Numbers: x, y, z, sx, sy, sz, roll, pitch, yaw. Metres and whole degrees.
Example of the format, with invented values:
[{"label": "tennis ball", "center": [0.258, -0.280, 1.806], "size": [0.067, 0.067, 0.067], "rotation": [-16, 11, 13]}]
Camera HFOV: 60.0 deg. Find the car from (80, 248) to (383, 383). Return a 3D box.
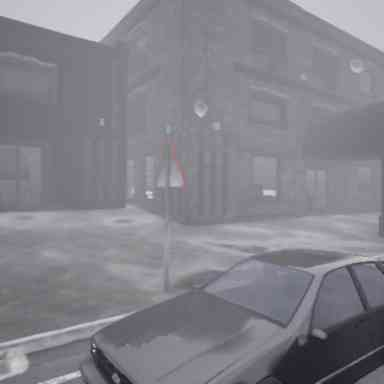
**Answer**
[{"label": "car", "center": [1.440, 1.534, 4.403], "size": [5.357, 1.411, 2.033], "rotation": [0, 0, -36]}]
